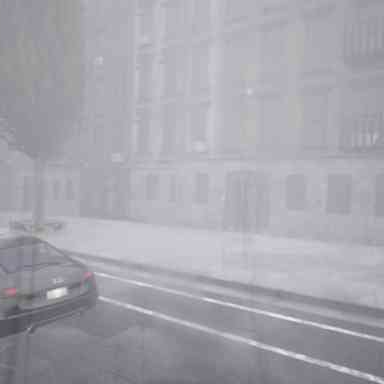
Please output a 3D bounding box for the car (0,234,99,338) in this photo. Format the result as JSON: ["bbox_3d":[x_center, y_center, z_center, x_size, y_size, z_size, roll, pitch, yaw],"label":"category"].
[{"bbox_3d":[-3.705,1.508,6.305,4.181,1.385,1.994,1,0,36],"label":"car"}]
